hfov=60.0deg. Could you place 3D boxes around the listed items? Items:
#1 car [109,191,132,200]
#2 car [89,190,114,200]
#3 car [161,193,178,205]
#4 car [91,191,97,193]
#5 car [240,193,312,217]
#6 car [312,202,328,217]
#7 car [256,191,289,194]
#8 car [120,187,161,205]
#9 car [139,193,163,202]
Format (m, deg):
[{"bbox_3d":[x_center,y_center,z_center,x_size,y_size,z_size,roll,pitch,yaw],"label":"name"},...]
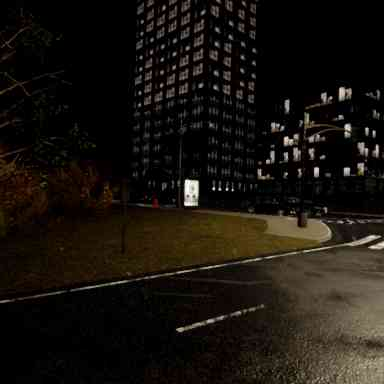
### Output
[{"bbox_3d":[-13.630,0.643,63.405,2.128,1.511,4.902,3,-1,-43],"label":"car"},{"bbox_3d":[-15.045,0.493,55.319,1.882,1.535,5.008,3,-1,-42],"label":"car"},{"bbox_3d":[-3.667,0.816,42.219,2.128,1.511,4.902,3,-1,-41],"label":"car"},{"bbox_3d":[-17.426,0.208,53.120,1.895,1.301,4.718,3,-1,-42],"label":"car"},{"bbox_3d":[6.157,1.063,25.130,1.837,1.490,4.892,3,-1,-36],"label":"car"},{"bbox_3d":[8.705,1.169,27.415,2.128,1.511,4.902,3,-1,-41],"label":"car"},{"bbox_3d":[7.560,0.914,34.205,2.150,2.045,5.566,3,-1,-39],"label":"car"},{"bbox_3d":[-6.640,0.415,40.723,2.150,2.045,5.566,3,-1,-41],"label":"car"},{"bbox_3d":[-6.879,0.900,55.992,1.994,1.385,4.181,3,-1,-41],"label":"car"}]
